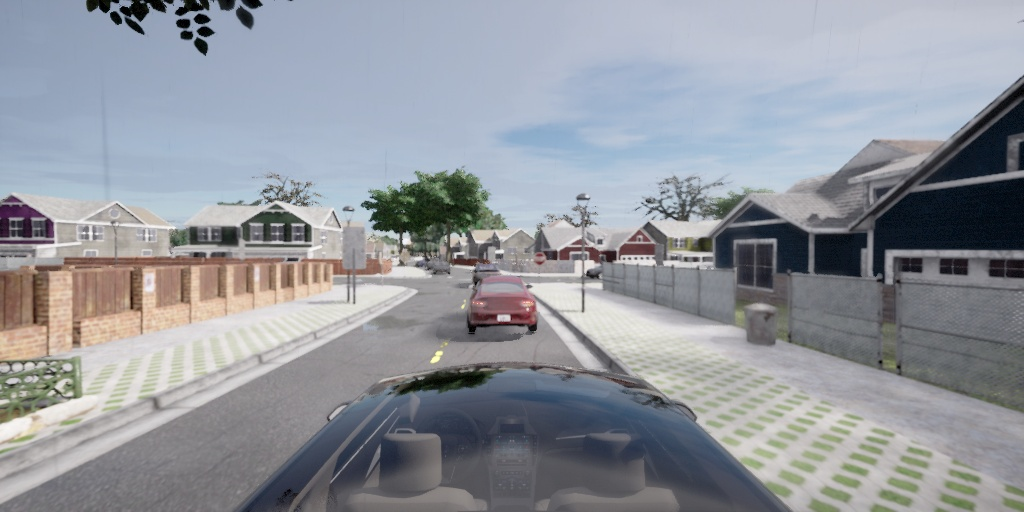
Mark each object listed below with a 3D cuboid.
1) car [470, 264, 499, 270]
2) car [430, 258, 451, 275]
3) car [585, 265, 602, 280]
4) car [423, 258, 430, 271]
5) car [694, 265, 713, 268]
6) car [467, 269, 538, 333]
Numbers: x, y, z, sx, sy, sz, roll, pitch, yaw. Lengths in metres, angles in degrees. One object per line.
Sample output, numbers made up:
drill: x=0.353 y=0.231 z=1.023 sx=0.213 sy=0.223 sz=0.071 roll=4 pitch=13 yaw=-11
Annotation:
car: x=-1.861 y=1.281 z=25.354 sx=2.128 sy=1.511 sz=4.902 roll=0 pitch=0 yaw=-8
car: x=-8.202 y=1.344 z=41.632 sx=1.837 sy=1.490 sz=4.892 roll=0 pitch=0 yaw=-15
car: x=9.250 y=1.413 z=33.584 sx=4.892 sy=1.490 sz=1.837 roll=1 pitch=1 yaw=-16
car: x=-11.599 y=1.372 z=53.101 sx=1.837 sy=1.490 sz=4.892 roll=0 pitch=0 yaw=-19
car: x=19.887 y=1.578 z=36.880 sx=4.181 sy=1.385 sz=1.994 roll=1 pitch=1 yaw=-18
car: x=-0.325 y=1.288 z=10.726 sx=1.812 sy=1.442 sz=4.674 roll=0 pitch=0 yaw=-3
